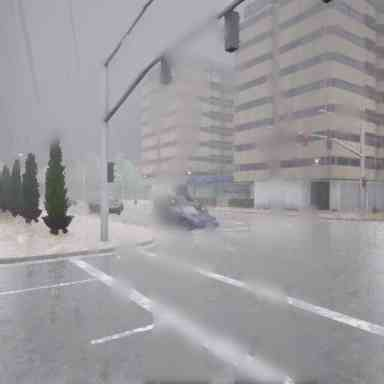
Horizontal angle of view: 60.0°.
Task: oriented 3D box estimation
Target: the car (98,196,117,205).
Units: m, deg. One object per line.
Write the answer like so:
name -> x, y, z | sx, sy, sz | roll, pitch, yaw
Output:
car -> -15.540, 1.526, 60.827 | 1.812, 1.442, 4.674 | 0, 0, -35

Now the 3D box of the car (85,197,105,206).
car -> -16.391, 1.564, 55.938 | 1.994, 1.385, 4.181 | 0, 0, -35

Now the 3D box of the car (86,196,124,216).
car -> -8.446, 1.477, 32.017 | 1.882, 1.535, 5.008 | 0, 0, -35

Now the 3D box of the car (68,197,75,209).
car -> -18.030, 1.563, 45.757 | 1.994, 1.385, 4.181 | 0, 0, -35

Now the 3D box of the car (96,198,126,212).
car -> -9.830, 1.505, 40.106 | 1.837, 1.490, 4.892 | 0, 0, -35

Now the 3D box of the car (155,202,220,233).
car -> -0.239, 1.525, 19.858 | 1.812, 1.442, 4.674 | 0, 0, -31

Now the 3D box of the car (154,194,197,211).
car -> -1.070, 1.221, 27.573 | 2.150, 2.045, 5.566 | 0, 0, -35

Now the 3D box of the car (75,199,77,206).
car -> -20.748, 1.528, 55.886 | 1.837, 1.490, 4.892 | 0, 0, -35
